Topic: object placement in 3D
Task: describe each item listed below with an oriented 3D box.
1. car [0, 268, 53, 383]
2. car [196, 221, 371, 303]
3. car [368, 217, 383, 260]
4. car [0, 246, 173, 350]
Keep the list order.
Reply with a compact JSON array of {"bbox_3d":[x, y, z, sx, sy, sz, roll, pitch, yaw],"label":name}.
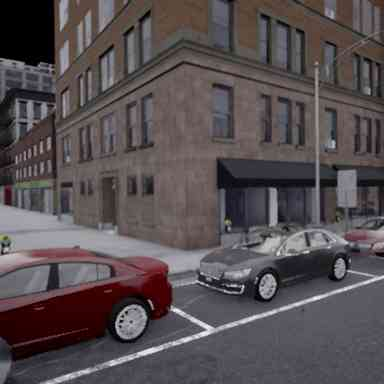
[{"bbox_3d":[-3.259,1.515,1.054,4.892,1.490,1.837,0,0,-35],"label":"car"},{"bbox_3d":[2.120,1.521,8.049,4.403,1.369,2.008,0,0,-35],"label":"car"},{"bbox_3d":[6.668,1.527,11.288,4.206,1.307,1.802,0,0,-35],"label":"car"},{"bbox_3d":[-2.427,1.541,4.810,4.507,1.381,1.887,0,0,-35],"label":"car"}]
